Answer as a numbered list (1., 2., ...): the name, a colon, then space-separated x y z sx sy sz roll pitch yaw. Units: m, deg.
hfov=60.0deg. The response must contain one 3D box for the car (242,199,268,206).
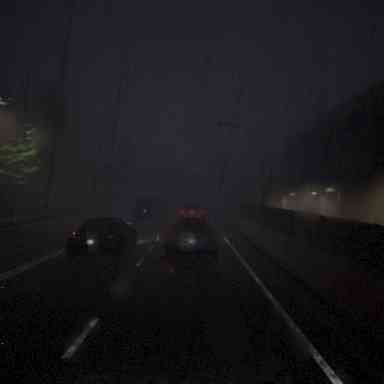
1. car: 13.223 2.255 67.551 4.902 1.511 2.128 0 -1 -36

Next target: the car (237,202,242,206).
1. car: 11.873 2.364 70.866 4.718 1.301 1.895 0 -1 -35

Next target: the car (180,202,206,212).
1. car: 0.086 1.660 28.406 2.097 1.767 4.553 0 -1 2

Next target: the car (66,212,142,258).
1. car: -3.485 1.712 13.478 1.994 1.385 4.181 0 -1 0

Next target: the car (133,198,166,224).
1. car: -3.467 1.525 27.564 2.150 2.045 5.566 0 0 1

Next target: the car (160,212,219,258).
1. car: 0.013 1.713 13.521 1.994 1.385 4.181 0 -1 1
